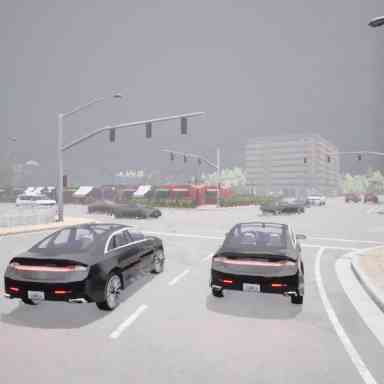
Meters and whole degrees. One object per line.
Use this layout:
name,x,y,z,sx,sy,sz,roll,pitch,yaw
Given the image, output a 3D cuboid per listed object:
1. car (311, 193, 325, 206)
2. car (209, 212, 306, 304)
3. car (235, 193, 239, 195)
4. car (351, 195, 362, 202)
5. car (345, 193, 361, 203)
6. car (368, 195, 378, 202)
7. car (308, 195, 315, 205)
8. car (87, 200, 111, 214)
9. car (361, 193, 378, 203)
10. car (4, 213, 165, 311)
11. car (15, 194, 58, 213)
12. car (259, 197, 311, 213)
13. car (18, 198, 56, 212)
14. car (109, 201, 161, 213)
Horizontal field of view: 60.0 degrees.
car,21.106,1.221,56.454,2.150,2.045,5.566,0,0,31
car,1.746,1.492,8.255,2.128,1.511,4.902,0,0,16
car,11.184,1.209,88.562,4.605,1.855,1.932,0,0,32
car,39.394,1.540,79.528,2.033,1.411,5.357,0,0,31
car,33.850,1.225,70.453,2.150,2.045,5.566,0,0,31
car,42.163,1.524,77.348,1.812,1.442,4.674,0,0,31
car,15.485,1.547,47.290,2.033,1.411,5.357,0,0,31
car,-9.078,1.581,35.210,4.674,1.442,1.812,0,0,32
car,36.645,1.225,68.314,2.150,2.045,5.566,0,0,31
car,-2.071,1.492,7.862,2.128,1.511,4.902,0,0,12
car,-16.668,1.280,35.783,5.566,2.045,2.150,0,0,32
car,8.853,1.535,32.766,4.902,1.511,2.128,0,0,-28
car,-19.389,1.533,41.604,5.008,1.535,1.882,1,0,32
car,-4.629,1.610,28.316,4.181,1.385,1.994,-1,0,32
